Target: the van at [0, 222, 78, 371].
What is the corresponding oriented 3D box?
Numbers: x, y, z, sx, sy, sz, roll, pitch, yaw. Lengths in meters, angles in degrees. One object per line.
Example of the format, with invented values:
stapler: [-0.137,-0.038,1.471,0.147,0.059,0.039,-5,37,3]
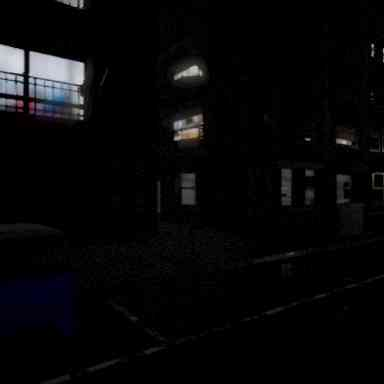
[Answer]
van: [-3.492,1.346,4.062,3.998,1.788,1.690,-1,1,-35]
